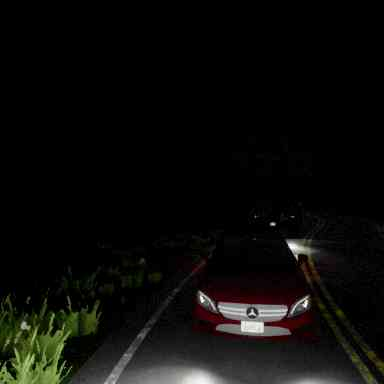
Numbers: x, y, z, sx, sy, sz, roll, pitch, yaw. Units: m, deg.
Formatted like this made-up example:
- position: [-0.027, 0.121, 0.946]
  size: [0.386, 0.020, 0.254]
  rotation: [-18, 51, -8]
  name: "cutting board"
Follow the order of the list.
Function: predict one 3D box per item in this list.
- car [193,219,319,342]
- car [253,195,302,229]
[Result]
- position: [1.224, 1.534, 6.709]
  size: [1.812, 1.442, 4.674]
  rotation: [-1, 0, 11]
  name: "car"
- position: [4.984, 1.215, 18.885]
  size: [2.150, 2.045, 5.566]
  rotation: [-2, -1, 22]
  name: "car"
